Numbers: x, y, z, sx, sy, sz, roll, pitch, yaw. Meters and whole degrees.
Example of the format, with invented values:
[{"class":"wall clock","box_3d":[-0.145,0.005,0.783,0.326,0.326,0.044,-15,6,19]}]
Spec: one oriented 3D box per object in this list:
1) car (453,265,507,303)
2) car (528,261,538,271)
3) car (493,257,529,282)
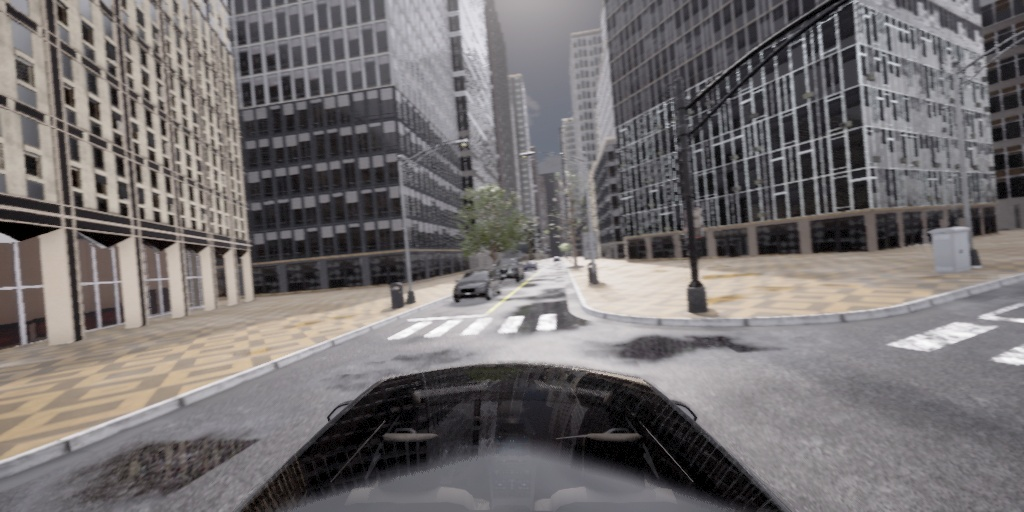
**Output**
[{"class":"car","box_3d":[-1.772,1.508,19.287,1.837,1.490,4.892,-5,0,8]},{"class":"car","box_3d":[2.701,1.377,51.222,2.033,1.411,5.357,-5,0,8]},{"class":"car","box_3d":[-0.239,1.163,30.578,2.150,2.045,5.566,-5,0,8]}]
